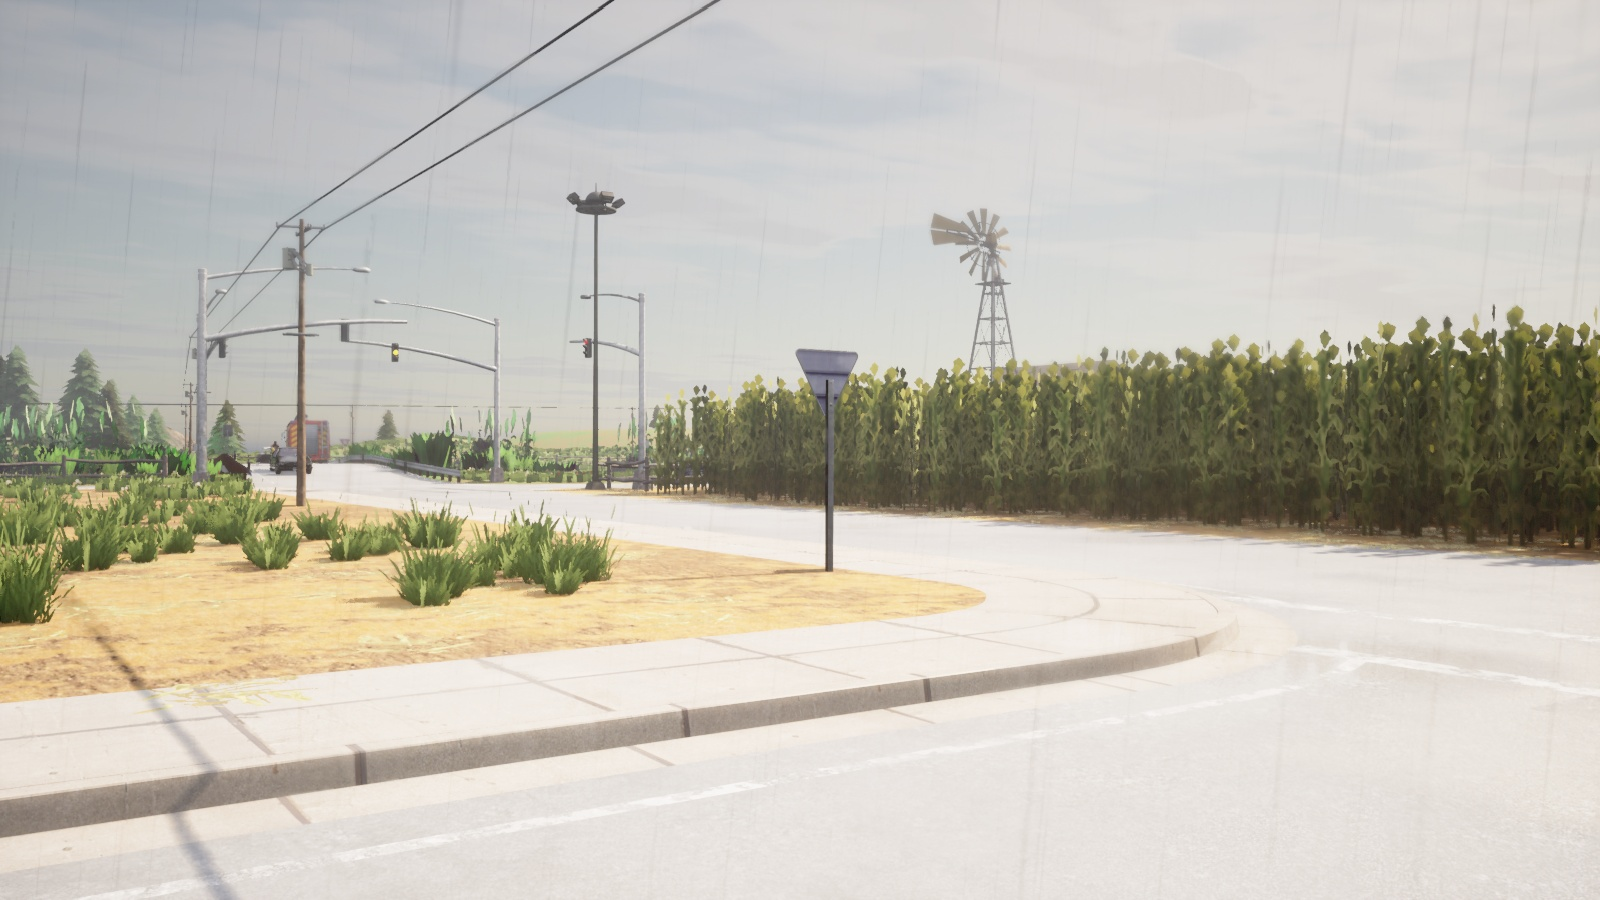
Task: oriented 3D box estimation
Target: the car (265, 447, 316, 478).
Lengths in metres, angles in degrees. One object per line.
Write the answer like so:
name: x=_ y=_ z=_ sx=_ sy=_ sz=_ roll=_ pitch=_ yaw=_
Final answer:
car: x=-28.228 y=0.655 z=69.513 sx=2.033 sy=1.411 sz=5.357 roll=0 pitch=3 yaw=-28
